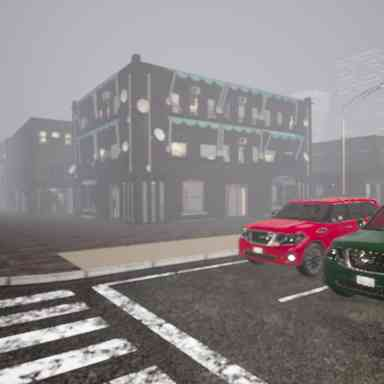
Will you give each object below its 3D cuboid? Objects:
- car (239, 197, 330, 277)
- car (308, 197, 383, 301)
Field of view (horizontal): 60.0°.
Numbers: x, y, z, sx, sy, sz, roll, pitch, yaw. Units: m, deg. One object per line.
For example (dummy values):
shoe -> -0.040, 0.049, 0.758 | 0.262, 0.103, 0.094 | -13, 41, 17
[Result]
car -> 4.016, 1.206, 10.520 | 5.566, 2.045, 2.150 | 0, 0, -35
car -> 5.286, 1.206, 7.437 | 5.566, 2.045, 2.150 | 0, 0, -36
